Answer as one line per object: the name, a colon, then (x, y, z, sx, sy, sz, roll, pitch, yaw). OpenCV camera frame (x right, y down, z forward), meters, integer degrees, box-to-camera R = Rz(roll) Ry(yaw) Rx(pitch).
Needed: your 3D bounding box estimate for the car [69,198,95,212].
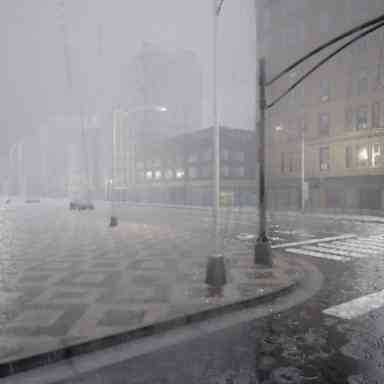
car: (-13.046, 1.479, 39.230, 1.882, 1.535, 5.008, 0, 0, -35)

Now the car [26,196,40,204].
car: (-30.723, 1.538, 64.170, 2.033, 1.411, 5.357, 0, 0, -35)
